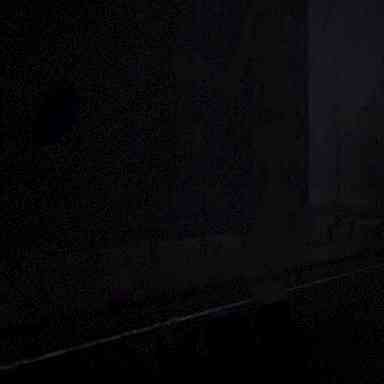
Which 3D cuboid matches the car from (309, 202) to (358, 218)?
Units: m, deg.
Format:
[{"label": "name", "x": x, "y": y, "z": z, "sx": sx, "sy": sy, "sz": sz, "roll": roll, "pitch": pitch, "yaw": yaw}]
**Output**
[{"label": "car", "x": 12.803, "y": 1.551, "z": 30.247, "sx": 1.994, "sy": 1.385, "sz": 4.181, "roll": 0, "pitch": 0, "yaw": -35}]
